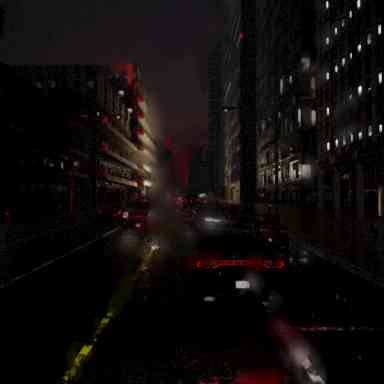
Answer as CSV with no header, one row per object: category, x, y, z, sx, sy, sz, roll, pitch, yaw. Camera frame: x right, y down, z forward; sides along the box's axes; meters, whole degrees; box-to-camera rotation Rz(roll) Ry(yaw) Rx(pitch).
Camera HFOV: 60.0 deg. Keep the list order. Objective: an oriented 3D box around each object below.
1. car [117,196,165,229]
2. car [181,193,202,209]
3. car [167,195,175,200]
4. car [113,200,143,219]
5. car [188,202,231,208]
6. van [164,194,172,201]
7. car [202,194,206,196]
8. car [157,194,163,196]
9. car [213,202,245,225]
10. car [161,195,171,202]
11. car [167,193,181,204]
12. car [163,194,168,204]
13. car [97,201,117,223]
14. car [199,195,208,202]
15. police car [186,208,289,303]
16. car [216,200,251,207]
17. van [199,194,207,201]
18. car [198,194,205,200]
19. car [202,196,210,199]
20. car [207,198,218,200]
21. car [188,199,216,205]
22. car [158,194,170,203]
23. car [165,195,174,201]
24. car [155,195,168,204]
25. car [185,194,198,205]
car,-3.136,1.345,21.499,2.097,1.767,4.553,0,0,0
car,-0.064,1.203,45.515,2.150,2.045,5.566,0,0,0
car,-5.796,1.533,91.409,1.802,1.307,4.206,1,0,0
car,-5.727,1.534,30.396,1.887,1.381,4.507,1,0,0
car,0.849,1.520,18.317,1.812,1.442,4.674,0,0,0
van,-5.781,1.301,80.316,1.690,1.788,3.998,1,0,0
car,2.616,1.502,52.847,1.752,1.417,4.829,1,0,0
car,-5.750,1.295,47.035,2.192,1.841,5.009,1,0,0
car,2.663,1.537,24.937,1.887,1.381,4.507,1,0,0
car,-5.811,1.490,74.599,1.752,1.417,4.829,1,0,0
car,-3.164,1.323,62.846,2.097,1.767,4.553,0,0,0
car,-5.773,1.525,58.129,2.008,1.369,4.403,1,0,0
car,-5.716,1.432,24.848,1.967,1.590,4.097,1,0,0
car,2.581,1.404,74.869,1.967,1.590,4.097,1,0,0
police car,0.885,1.423,8.425,1.930,1.638,5.238,0,0,0
car,2.673,1.434,19.389,1.967,1.590,4.097,1,0,0
van,2.574,1.301,80.417,1.690,1.788,3.998,1,0,0
car,2.553,1.391,91.513,1.967,1.590,4.097,1,0,0
car,2.634,1.534,41.581,2.008,1.369,4.403,1,0,0
car,2.653,1.534,30.486,1.887,1.381,4.507,1,0,0
car,0.807,1.519,24.315,1.812,1.442,4.674,0,0,0
car,-5.790,1.283,69.223,2.192,1.841,5.009,1,0,0
car,-5.786,1.481,85.693,1.752,1.417,4.829,1,0,0
car,-5.780,1.411,63.676,1.967,1.590,4.097,1,0,0
car,-0.099,1.326,58.893,2.097,1.767,4.553,0,0,0
